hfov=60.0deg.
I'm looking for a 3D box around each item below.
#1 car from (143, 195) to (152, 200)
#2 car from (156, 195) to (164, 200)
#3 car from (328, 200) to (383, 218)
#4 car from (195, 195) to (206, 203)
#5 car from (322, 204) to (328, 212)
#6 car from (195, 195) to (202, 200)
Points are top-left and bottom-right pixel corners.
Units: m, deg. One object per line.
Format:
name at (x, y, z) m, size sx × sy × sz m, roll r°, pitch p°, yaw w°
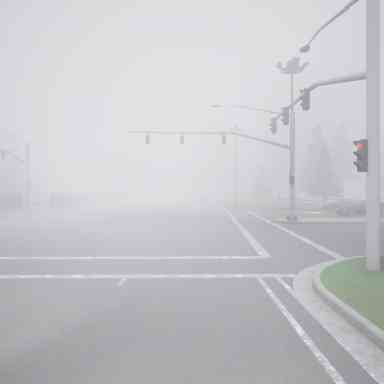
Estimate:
car at (-12.187, 1.478, 91.639) m, size 1.882 × 1.535 × 5.008 m, roll 0°, pitch 0°, yaw 0°
car at (-8.686, 1.595, 91.675) m, size 1.895 × 1.301 × 4.718 m, roll 0°, pitch 0°, yaw 0°
car at (15.049, 1.492, 29.183) m, size 4.902 × 1.511 × 2.128 m, roll 0°, pitch 0°, yaw -1°
car at (1.822, 1.526, 68.834) m, size 1.812 × 1.442 × 4.674 m, roll 0°, pitch 0°, yaw 0°
car at (16.429, 1.564, 36.202) m, size 4.181 × 1.385 × 1.994 m, roll 0°, pitch 0°, yaw -1°
car at (1.816, 1.595, 92.250) m, size 1.895 × 1.301 × 4.718 m, roll 0°, pitch 0°, yaw 0°
